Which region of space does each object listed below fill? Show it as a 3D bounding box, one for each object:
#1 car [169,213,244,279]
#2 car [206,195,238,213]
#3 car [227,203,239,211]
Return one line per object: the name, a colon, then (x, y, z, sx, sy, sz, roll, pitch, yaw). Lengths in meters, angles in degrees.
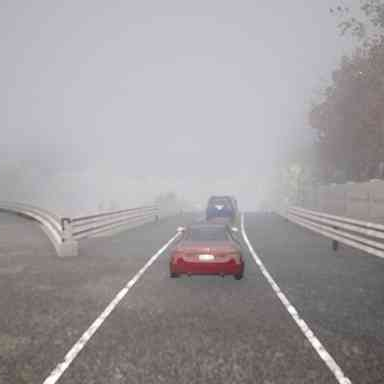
car: (0.475, 1.582, 10.214, 1.994, 1.385, 4.181, 0, 0, 3)
car: (2.389, 1.272, 26.706, 2.150, 2.045, 5.566, 0, 0, 8)
car: (7.175, 2.675, 57.839, 1.895, 1.301, 4.718, 0, -3, 10)
